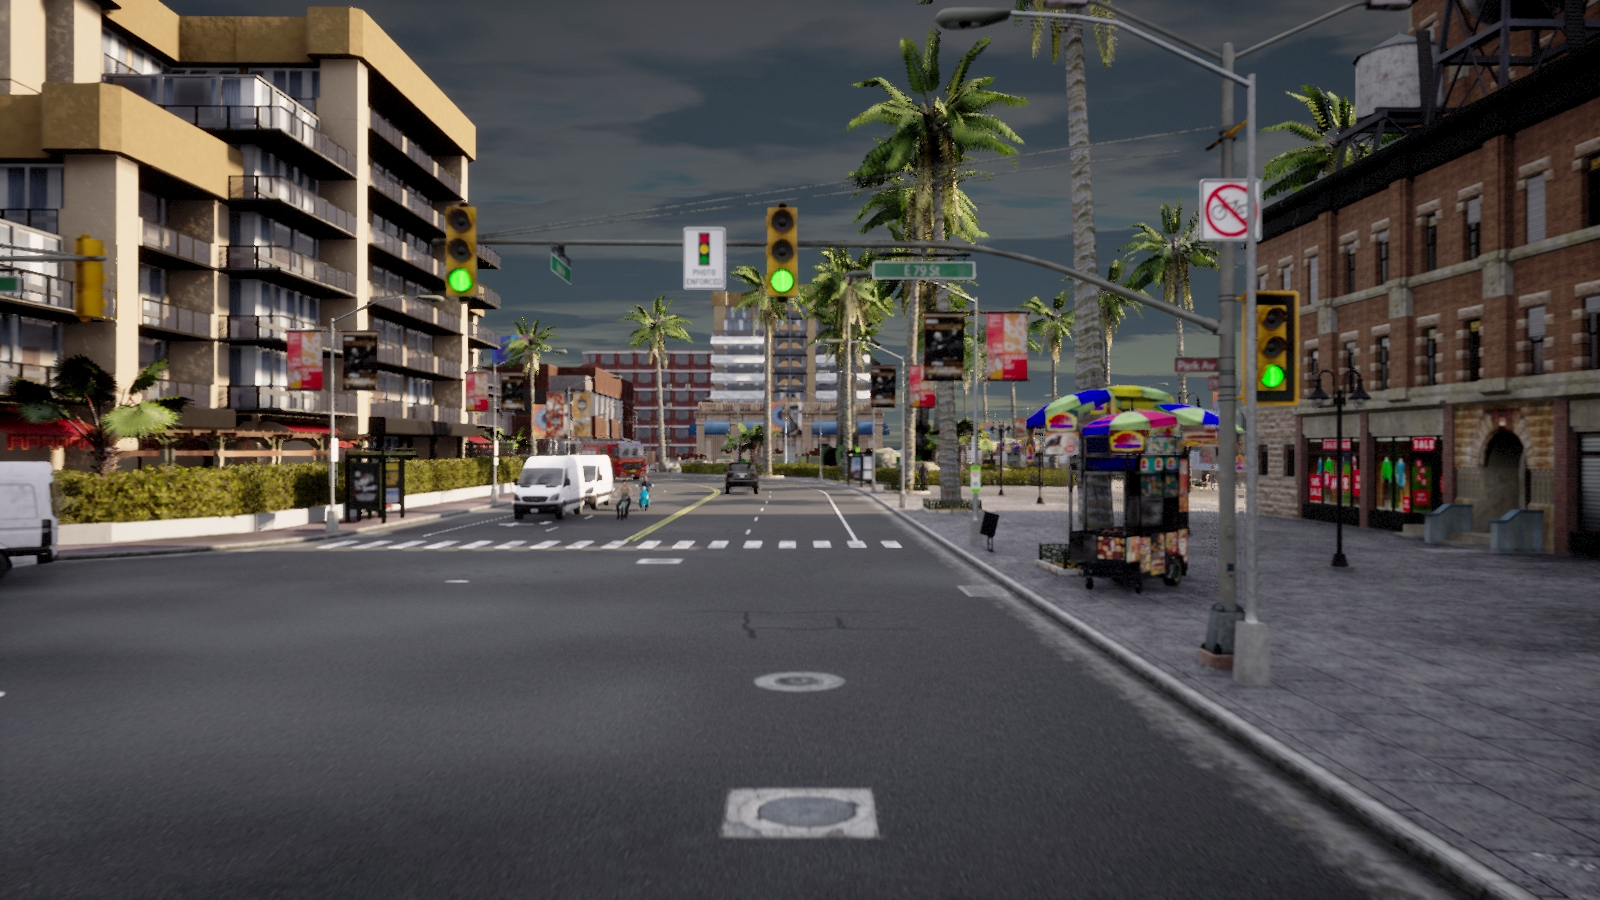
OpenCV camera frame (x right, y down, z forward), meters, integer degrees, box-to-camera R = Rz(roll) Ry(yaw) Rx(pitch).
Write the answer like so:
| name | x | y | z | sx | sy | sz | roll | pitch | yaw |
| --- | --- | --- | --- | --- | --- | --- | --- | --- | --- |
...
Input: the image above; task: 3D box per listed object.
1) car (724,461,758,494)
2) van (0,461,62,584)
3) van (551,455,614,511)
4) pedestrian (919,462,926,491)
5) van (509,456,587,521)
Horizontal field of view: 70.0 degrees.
| name | x | y | z | sx | sy | sz | roll | pitch | yaw |
| --- | --- | --- | --- | --- | --- | --- | --- | --- | --- |
| car | -3.880 | 1.774 | 75.222 | 2.150 | 2.045 | 5.566 | 0 | 0 | -3 |
| van | -18.995 | 1.533 | 23.878 | 5.915 | 2.561 | 1.988 | 0 | 0 | -30 |
| van | -10.537 | 1.530 | 55.862 | 1.988 | 2.561 | 5.915 | 0 | 0 | 0 |
| pedestrian | 7.955 | 1.691 | 73.978 | 0.375 | 1.860 | 0.375 | 0 | 0 | -7 |
| van | -10.525 | 1.531 | 48.203 | 1.988 | 2.561 | 5.915 | 0 | 0 | 0 |
